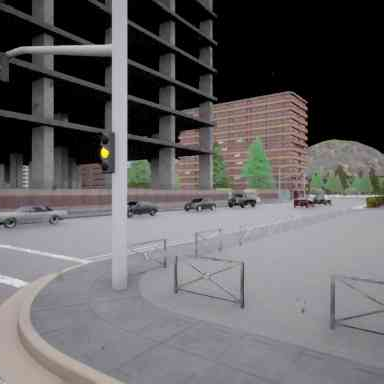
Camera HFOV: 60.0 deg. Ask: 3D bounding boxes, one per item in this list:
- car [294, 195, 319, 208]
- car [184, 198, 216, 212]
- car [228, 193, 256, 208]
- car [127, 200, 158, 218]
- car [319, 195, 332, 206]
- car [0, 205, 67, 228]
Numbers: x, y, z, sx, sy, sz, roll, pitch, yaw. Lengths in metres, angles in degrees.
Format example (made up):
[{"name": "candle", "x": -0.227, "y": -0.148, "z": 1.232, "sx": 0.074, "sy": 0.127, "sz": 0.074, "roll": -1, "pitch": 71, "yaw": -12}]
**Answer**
[{"name": "car", "x": 15.982, "y": 1.422, "z": 47.211, "sx": 1.882, "sy": 1.535, "sz": 5.008, "roll": 0, "pitch": 0, "yaw": 35}, {"name": "car", "x": 0.976, "y": 1.449, "z": 38.468, "sx": 1.837, "sy": 1.490, "sz": 4.892, "roll": 0, "pitch": 0, "yaw": 35}, {"name": "car", "x": 7.200, "y": 1.166, "z": 47.180, "sx": 2.150, "sy": 2.045, "sz": 5.566, "roll": 0, "pitch": 0, "yaw": 35}, {"name": "car", "x": -5.019, "y": 1.470, "z": 30.004, "sx": 1.812, "sy": 1.442, "sz": 4.674, "roll": 0, "pitch": 0, "yaw": 36}, {"name": "car", "x": 21.682, "y": 1.297, "z": 55.250, "sx": 2.097, "sy": 1.767, "sz": 4.553, "roll": 0, "pitch": 0, "yaw": 35}, {"name": "car", "x": -10.795, "y": 1.545, "z": 21.872, "sx": 1.895, "sy": 1.301, "sz": 4.718, "roll": 0, "pitch": 0, "yaw": 35}]
